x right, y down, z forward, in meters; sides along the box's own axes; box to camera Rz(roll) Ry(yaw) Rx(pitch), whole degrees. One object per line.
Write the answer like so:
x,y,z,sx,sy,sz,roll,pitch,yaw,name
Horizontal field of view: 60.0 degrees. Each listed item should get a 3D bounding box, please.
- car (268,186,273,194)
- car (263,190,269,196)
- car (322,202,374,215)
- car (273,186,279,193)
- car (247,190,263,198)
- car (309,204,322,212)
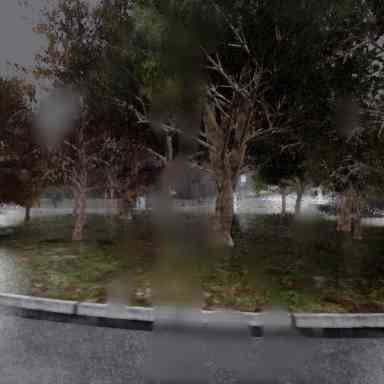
18.688,-0.126,85.272,1.946,1.575,5.366,0,3,26,car
16.303,0.169,80.298,1.946,1.575,5.366,0,3,26,car
16.875,1.748,35.597,1.812,1.442,4.674,1,-1,-36,car
21.193,-0.684,90.489,2.435,2.045,5.566,0,3,26,car
13.909,0.467,75.329,1.946,1.575,5.366,0,3,26,car
16.738,1.842,40.431,4.718,1.301,1.895,0,0,42,car
